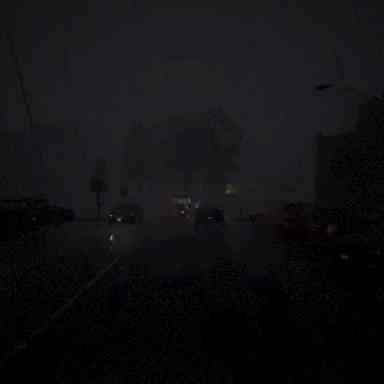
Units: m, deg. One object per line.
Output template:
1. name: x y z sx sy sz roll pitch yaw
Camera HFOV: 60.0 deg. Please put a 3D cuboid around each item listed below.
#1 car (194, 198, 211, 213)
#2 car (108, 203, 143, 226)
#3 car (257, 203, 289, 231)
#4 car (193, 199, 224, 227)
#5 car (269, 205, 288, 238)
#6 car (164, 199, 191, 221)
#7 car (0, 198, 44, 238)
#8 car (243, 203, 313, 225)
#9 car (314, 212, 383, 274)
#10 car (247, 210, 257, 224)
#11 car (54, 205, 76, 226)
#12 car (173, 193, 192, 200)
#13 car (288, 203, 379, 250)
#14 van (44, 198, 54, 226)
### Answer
1. car: 1.166 1.529 38.271 1.812 1.442 4.674 0 1 1
2. car: -4.760 1.557 24.276 2.128 1.511 4.902 0 0 1
3. car: 6.330 1.389 18.567 4.553 1.767 2.185 1 0 -20
4. car: 1.179 1.537 23.591 1.882 1.535 5.008 0 0 0
5. car: 6.399 1.538 15.636 4.792 1.488 2.163 1 0 -20
6. car: -1.362 1.620 28.091 2.033 1.411 5.357 0 0 0
7. car: -10.795 1.296 16.832 5.566 2.045 2.435 -1 0 -18
8. car: 6.326 1.570 24.474 4.674 1.452 2.002 1 0 -20
9. car: 6.404 1.494 9.722 5.008 1.535 2.097 1 0 -20
10. car: 6.316 1.552 21.511 4.792 1.488 2.163 1 0 -20
11. car: -10.639 1.564 22.812 5.008 1.535 2.097 -1 0 -18
12. car: -1.295 1.084 42.674 2.150 2.045 5.566 0 2 2
13. car: 6.357 1.375 12.667 4.553 1.767 2.185 1 0 -20
14. van: -10.844 1.332 19.777 4.442 1.987 1.878 -1 0 -18
